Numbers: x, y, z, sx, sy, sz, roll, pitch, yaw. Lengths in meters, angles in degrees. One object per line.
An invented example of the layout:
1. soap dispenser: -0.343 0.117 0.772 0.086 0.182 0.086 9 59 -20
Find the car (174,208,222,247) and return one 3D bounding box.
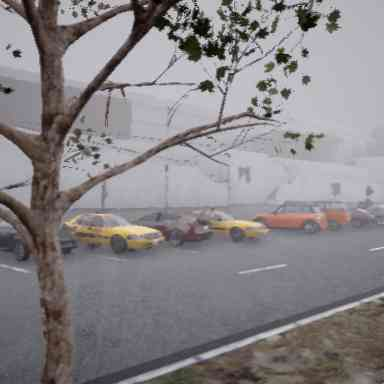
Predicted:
1. car: -1.313 1.617 15.722 4.792 1.488 2.163 -1 -1 35

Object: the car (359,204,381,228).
1. car: 10.864 1.792 24.362 4.674 1.452 2.002 -1 -1 35

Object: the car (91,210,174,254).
1. car: -3.562 1.545 13.874 5.366 1.575 1.946 -1 -1 35

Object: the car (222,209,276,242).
1. car: 1.297 1.621 17.336 5.366 1.575 1.946 -1 -2 35

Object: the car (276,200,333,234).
1. car: 6.025 1.571 20.886 4.553 1.767 2.185 -1 -1 34

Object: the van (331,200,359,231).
1. van: 8.536 1.502 22.580 4.442 1.987 1.878 -1 -2 35

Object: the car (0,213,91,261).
1. car: -6.142 1.555 12.242 4.674 1.452 2.002 -1 -1 35

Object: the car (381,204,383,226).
1. car: 13.266 1.805 26.113 4.792 1.488 2.163 -1 -1 35
